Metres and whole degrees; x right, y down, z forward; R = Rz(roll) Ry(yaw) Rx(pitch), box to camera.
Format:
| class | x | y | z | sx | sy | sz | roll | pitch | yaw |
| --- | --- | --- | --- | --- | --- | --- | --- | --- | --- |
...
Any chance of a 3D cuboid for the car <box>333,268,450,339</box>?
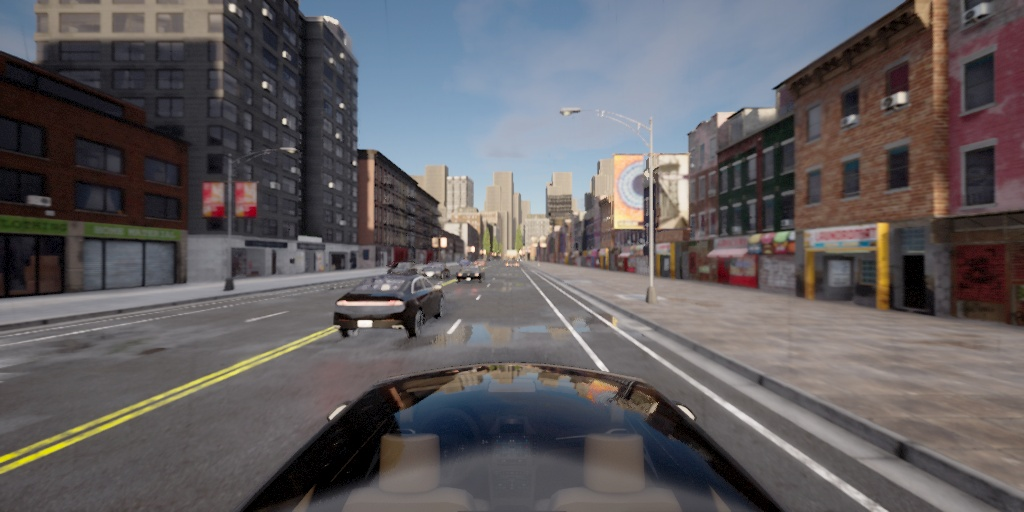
| class | x | y | z | sx | sy | sz | roll | pitch | yaw |
| --- | --- | --- | --- | --- | --- | --- | --- | --- | --- |
| car | -3.152 | 1.248 | 10.115 | 2.128 | 1.511 | 4.902 | 0 | 0 | 0 |

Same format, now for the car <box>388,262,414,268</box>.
| class | x | y | z | sx | sy | sz | roll | pitch | yaw |
| --- | --- | --- | --- | --- | --- | --- | --- | --- | --- |
| car | -9.843 | 1.314 | 32.489 | 1.837 | 1.490 | 4.892 | 0 | 0 | 0 |

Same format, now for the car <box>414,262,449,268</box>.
| class | x | y | z | sx | sy | sz | roll | pitch | yaw |
| --- | --- | --- | --- | --- | --- | --- | --- | --- | --- |
| car | -6.596 | 1.297 | 31.130 | 2.128 | 1.511 | 4.902 | 0 | 0 | 0 |

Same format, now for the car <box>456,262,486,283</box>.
| class | x | y | z | sx | sy | sz | roll | pitch | yaw |
| --- | --- | --- | --- | --- | --- | --- | --- | --- | --- |
| car | -3.153 | 1.398 | 28.260 | 1.895 | 1.301 | 4.718 | 0 | 0 | 0 |
